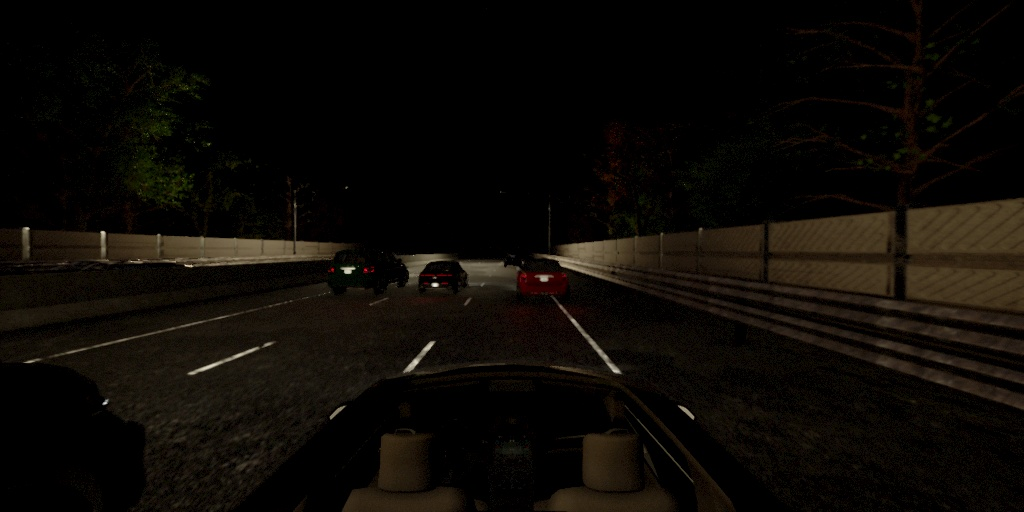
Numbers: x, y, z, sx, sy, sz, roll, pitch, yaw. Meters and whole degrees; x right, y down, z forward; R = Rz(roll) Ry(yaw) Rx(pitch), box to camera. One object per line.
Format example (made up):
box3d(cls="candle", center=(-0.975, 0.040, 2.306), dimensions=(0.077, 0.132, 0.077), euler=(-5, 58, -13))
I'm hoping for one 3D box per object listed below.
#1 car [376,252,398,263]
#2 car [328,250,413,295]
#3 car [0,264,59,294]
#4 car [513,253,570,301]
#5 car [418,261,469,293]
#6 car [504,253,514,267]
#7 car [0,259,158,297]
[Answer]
box3d(cls="car", center=(-21.002, 0.193, 60.282), dimensions=(2.097, 1.767, 4.553), euler=(0, 1, 1))
box3d(cls="car", center=(-6.897, 0.714, 17.749), dimensions=(2.150, 2.045, 5.566), euler=(0, 1, 0))
box3d(cls="car", center=(-24.591, 1.116, 16.362), dimensions=(1.895, 1.301, 4.718), euler=(0, 1, 0))
box3d(cls="car", center=(1.230, 0.874, 15.865), dimensions=(2.097, 1.767, 4.553), euler=(0, 1, 0))
box3d(cls="car", center=(-3.395, 0.990, 18.272), dimensions=(1.837, 1.490, 4.892), euler=(0, 1, 0))
box3d(cls="car", center=(0.093, 0.436, 44.284), dimensions=(2.097, 1.767, 4.553), euler=(0, 1, 0))
box3d(cls="car", center=(-21.089, 0.984, 17.827), dimensions=(2.128, 1.511, 4.902), euler=(0, 1, 0))
